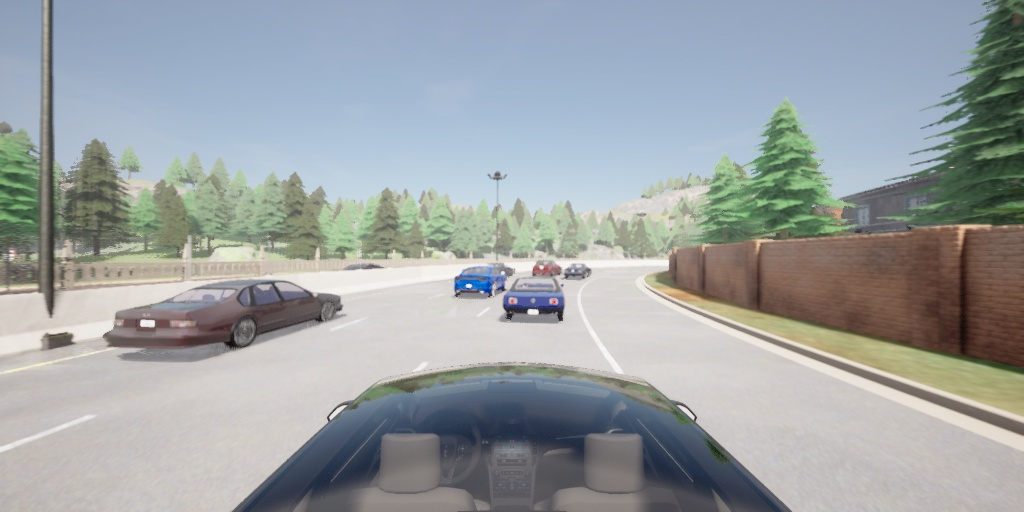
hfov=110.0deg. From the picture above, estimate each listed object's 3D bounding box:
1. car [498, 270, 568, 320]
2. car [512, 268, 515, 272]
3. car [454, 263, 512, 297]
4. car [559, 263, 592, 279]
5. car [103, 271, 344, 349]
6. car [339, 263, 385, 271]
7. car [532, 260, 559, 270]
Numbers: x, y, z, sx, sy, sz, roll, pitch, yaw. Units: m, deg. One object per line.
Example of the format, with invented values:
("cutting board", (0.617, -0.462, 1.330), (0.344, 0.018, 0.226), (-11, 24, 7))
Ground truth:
("car", (0.909, 1.369, 12.793), (1.895, 1.301, 4.718), (0, 0, 7))
("car", (-1.303, 1.342, 33.334), (2.033, 1.411, 5.357), (0, 0, 20))
("car", (-1.538, 1.251, 19.143), (1.882, 1.535, 5.008), (0, 0, 11))
("car", (6.231, 1.356, 33.554), (2.033, 1.411, 5.357), (0, 0, 22))
("car", (-6.524, 1.297, 9.122), (2.033, 1.411, 5.357), (0, 0, 5))
("car", (-10.974, 1.273, 25.875), (1.837, 1.490, 4.892), (0, -1, 14))
("car", (3.608, 1.160, 36.171), (2.097, 1.767, 4.553), (0, 0, 22))
